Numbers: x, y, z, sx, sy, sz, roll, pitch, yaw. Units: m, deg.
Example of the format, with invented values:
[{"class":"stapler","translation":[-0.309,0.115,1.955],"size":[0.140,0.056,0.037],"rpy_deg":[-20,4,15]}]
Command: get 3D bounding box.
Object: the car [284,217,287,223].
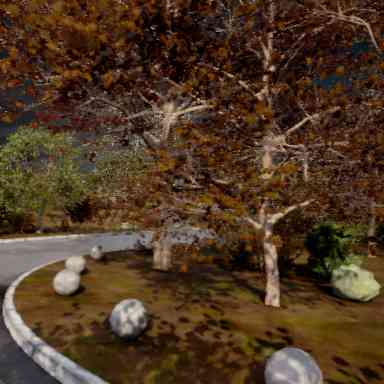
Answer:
[{"class":"car","translation":[13.253,4.389,51.351],"size":[1.812,1.442,4.674],"rpy_deg":[-1,-4,35]}]
